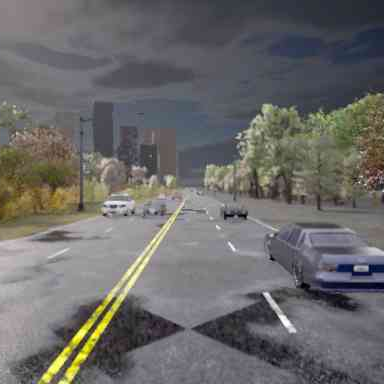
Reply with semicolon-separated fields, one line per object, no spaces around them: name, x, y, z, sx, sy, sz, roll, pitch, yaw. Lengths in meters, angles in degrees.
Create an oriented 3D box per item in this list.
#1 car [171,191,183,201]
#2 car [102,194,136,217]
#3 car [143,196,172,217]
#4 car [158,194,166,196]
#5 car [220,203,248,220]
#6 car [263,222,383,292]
car;-3.241;0.853;72.083;2.150;2.045;5.566;0;0;0
car;-6.594;1.168;30.504;2.150;2.045;5.566;0;0;0
car;-3.342;1.438;30.582;2.128;1.511;4.902;0;0;0
car;-6.490;1.152;72.115;1.812;1.442;4.674;0;0;0
car;3.353;1.554;27.555;1.895;1.301;4.718;0;0;0
car;3.349;1.537;9.071;2.033;1.411;5.357;0;0;0
